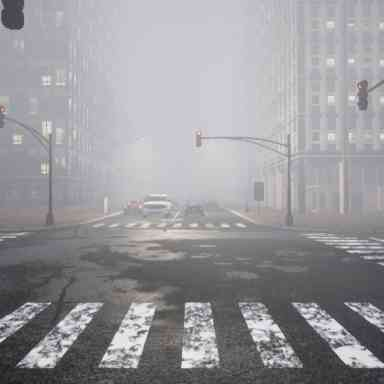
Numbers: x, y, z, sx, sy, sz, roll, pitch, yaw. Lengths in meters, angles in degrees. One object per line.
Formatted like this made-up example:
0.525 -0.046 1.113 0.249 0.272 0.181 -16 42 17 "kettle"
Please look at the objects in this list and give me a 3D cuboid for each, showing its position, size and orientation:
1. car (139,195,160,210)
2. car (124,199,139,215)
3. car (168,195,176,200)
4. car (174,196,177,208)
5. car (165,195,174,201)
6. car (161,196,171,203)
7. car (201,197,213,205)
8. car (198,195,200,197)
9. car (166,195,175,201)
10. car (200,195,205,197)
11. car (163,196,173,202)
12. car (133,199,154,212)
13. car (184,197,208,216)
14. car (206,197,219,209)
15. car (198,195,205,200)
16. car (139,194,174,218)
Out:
-5.671 1.332 44.882 2.192 1.841 5.009 1 0 0 "car"
-5.674 1.453 33.732 1.967 1.590 4.097 1 0 0 "car"
-5.676 1.605 95.059 1.947 1.339 4.313 1 0 0 "car"
-3.097 1.541 40.219 1.812 1.442 4.674 0 0 0 "car"
-5.675 1.578 83.908 1.887 1.381 4.507 1 0 0 "car"
-5.675 1.573 72.758 1.887 1.381 4.507 1 0 0 "car"
2.704 1.590 61.677 1.947 1.339 4.313 1 0 0 "car"
0.100 1.588 59.799 1.994 1.385 4.181 0 0 0 "car"
-5.675 1.587 89.483 2.008 1.369 4.403 1 0 0 "car"
2.705 1.547 56.270 1.752 1.417 4.829 1 0 0 "car"
-5.675 1.582 78.333 2.008 1.369 4.403 1 0 0 "car"
-5.677 1.597 39.307 1.802 1.307 4.206 1 0 0 "car"
0.169 1.560 32.909 2.033 1.411 5.357 0 0 -1 "car"
2.703 1.599 44.944 1.802 1.307 4.206 1 0 0 "car"
2.705 1.584 95.140 1.887 1.381 4.507 1 0 0 "car"
-3.097 1.233 30.297 2.150 2.045 5.566 0 0 0 "car"
